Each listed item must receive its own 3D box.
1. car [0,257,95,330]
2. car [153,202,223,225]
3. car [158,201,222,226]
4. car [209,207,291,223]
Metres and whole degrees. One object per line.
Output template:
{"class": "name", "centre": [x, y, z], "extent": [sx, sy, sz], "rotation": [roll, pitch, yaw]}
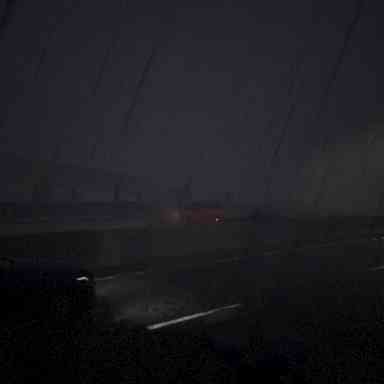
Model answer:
{"class": "car", "centre": [-3.937, 1.524, 5.238], "extent": [4.674, 1.442, 1.812], "rotation": [0, 0, -36]}
{"class": "car", "centre": [-0.236, 1.583, 25.259], "extent": [4.902, 1.511, 2.128], "rotation": [1, -1, -35]}
{"class": "car", "centre": [0.135, 1.411, 21.240], "extent": [4.553, 1.767, 2.097], "rotation": [1, 0, -35]}
{"class": "car", "centre": [3.572, 1.686, 19.380], "extent": [4.718, 1.301, 1.895], "rotation": [1, -1, -35]}
